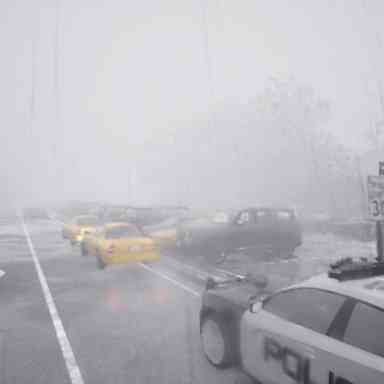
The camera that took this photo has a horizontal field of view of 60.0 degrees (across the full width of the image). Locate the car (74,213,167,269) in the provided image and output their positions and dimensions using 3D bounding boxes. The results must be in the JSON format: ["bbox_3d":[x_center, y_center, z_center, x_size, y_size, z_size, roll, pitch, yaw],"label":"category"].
[{"bbox_3d":[-2.957,1.785,12.552,1.801,1.575,5.366,1,-2,-28],"label":"car"}]

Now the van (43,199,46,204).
[{"bbox_3d":[-27.277,2.590,67.790,4.442,1.987,1.878,1,-1,-28],"label":"van"}]

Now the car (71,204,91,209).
[{"bbox_3d":[-9.965,2.364,35.718,4.892,1.521,2.231,1,-2,-28],"label":"car"}]

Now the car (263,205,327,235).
[{"bbox_3d":[9.109,2.113,27.744,5.566,2.045,2.435,1,-2,-28],"label":"car"}]

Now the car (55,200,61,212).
[{"bbox_3d":[-17.884,2.451,50.561,4.553,1.767,2.185,1,-1,-28],"label":"car"}]

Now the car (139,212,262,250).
[{"bbox_3d":[0.458,1.941,15.858,5.366,1.575,1.946,1,-2,-28],"label":"car"}]

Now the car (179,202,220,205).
[{"bbox_3d":[1.243,2.407,42.425,5.566,2.045,2.435,1,-2,-28],"label":"car"}]

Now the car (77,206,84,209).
[{"bbox_3d":[-8.650,2.361,33.242,4.674,1.452,2.002,1,-2,-28],"label":"car"}]

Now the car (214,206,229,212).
[{"bbox_3d":[5.361,2.526,35.178,5.366,1.575,1.946,1,-2,-28],"label":"car"}]

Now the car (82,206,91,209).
[{"bbox_3d":[-7.296,2.306,30.783,4.792,1.488,2.163,1,-2,-28],"label":"car"}]

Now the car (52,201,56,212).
[{"bbox_3d":[-19.239,2.651,53.012,4.674,1.452,2.002,1,-1,-28],"label":"car"}]

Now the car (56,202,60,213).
[{"bbox_3d":[-16.595,2.543,48.070,4.892,1.521,2.231,1,-1,-28],"label":"car"}]

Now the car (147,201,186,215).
[{"bbox_3d":[-3.948,2.550,52.239,5.566,2.045,2.435,1,-1,-28],"label":"car"}]

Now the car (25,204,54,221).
[{"bbox_3d":[-16.697,2.330,36.261,2.033,1.411,5.357,1,-2,-28],"label":"car"}]

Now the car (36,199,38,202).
[{"bbox_3d":[-36.444,3.061,85.131,5.008,1.535,2.097,1,-1,-28],"label":"car"}]

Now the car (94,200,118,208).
[{"bbox_3d":[-22.460,3.031,86.680,5.566,2.045,2.435,1,-1,-28],"label":"car"}]

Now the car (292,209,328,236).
[{"bbox_3d":[10.447,2.308,25.306,5.008,1.535,2.097,1,-2,-28],"label":"car"}]

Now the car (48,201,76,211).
[{"bbox_3d":[-24.556,2.623,62.886,4.553,1.767,2.185,1,-1,-28],"label":"car"}]

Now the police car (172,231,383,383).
[{"bbox_3d":[1.797,1.555,3.652,1.930,1.638,5.238,1,-2,-28],"label":"police car"}]

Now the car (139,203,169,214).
[{"bbox_3d":[-6.570,2.744,57.132,4.553,1.767,2.185,1,-1,-28],"label":"car"}]

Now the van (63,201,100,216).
[{"bbox_3d":[-15.160,2.284,45.661,4.442,1.987,1.878,1,-1,-28],"label":"van"}]

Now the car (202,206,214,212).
[{"bbox_3d":[3.863,2.605,37.519,4.792,1.488,2.163,1,-2,-28],"label":"car"}]

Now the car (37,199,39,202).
[{"bbox_3d":[-34.954,3.026,82.753,5.366,1.575,1.946,1,-1,-28],"label":"car"}]

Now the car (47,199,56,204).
[{"bbox_3d":[-20.582,2.394,55.477,5.566,2.045,2.435,1,-1,-28],"label":"car"}]

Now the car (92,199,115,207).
[{"bbox_3d":[-23.717,3.063,89.026,5.566,2.045,2.435,1,-1,-28],"label":"car"}]

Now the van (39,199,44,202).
[{"bbox_3d":[-32.571,2.728,77.674,4.442,1.987,1.878,1,-1,-28],"label":"van"}]

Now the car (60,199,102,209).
[{"bbox_3d":[-12.640,2.187,40.651,5.566,2.045,2.435,1,-1,-28],"label":"car"}]

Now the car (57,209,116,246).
[{"bbox_3d":[-5.786,1.898,17.850,1.801,1.575,5.366,1,-2,-28],"label":"car"}]

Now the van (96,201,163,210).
[{"bbox_3d":[-4.775,1.945,25.781,4.442,1.987,1.878,1,-2,-28],"label":"van"}]

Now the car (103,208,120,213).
[{"bbox_3d":[-3.354,2.117,23.354,5.008,1.535,2.097,1,-2,-28],"label":"car"}]

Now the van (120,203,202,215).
[{"bbox_3d":[-1.920,1.838,20.947,4.442,1.987,1.878,1,-2,-28],"label":"van"}]

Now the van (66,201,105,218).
[{"bbox_3d":[-13.837,2.250,43.190,4.442,1.987,1.878,1,-1,-28],"label":"van"}]

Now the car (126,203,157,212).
[{"bbox_3d":[-9.382,2.931,61.920,5.366,1.575,1.946,1,-1,-28],"label":"car"}]

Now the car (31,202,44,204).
[{"bbox_3d":[-22.494,2.523,47.065,1.994,1.385,4.181,1,-1,-28],"label":"car"}]

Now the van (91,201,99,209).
[{"bbox_3d":[-5.893,2.001,28.360,4.442,1.987,1.878,1,-2,-28],"label":"van"}]

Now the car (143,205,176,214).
[{"bbox_3d":[-5.313,2.864,54.653,4.792,1.488,2.163,1,-1,-28],"label":"car"}]

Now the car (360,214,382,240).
[{"bbox_3d":[13.069,2.198,20.414,4.892,1.521,2.231,1,-2,-28],"label":"car"}]

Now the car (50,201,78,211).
[{"bbox_3d":[-23.233,2.588,60.415,4.553,1.767,2.185,1,-1,-28],"label":"car"}]

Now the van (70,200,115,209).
[{"bbox_3d":[-11.191,2.180,38.250,4.442,1.987,1.878,1,-2,-28],"label":"van"}]

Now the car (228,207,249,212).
[{"bbox_3d":[6.505,2.474,32.641,5.008,1.535,2.097,1,-2,-28],"label":"car"}]

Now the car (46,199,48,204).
[{"bbox_3d":[-21.905,2.428,57.948,5.566,2.045,2.435,1,-1,-28],"label":"car"}]

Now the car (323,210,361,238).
[{"bbox_3d":[11.758,2.253,22.860,5.008,1.535,2.097,1,-2,-28],"label":"car"}]

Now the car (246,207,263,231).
[{"bbox_3d":[7.816,2.421,30.192,4.892,1.521,2.231,1,-2,-28],"label":"car"}]
